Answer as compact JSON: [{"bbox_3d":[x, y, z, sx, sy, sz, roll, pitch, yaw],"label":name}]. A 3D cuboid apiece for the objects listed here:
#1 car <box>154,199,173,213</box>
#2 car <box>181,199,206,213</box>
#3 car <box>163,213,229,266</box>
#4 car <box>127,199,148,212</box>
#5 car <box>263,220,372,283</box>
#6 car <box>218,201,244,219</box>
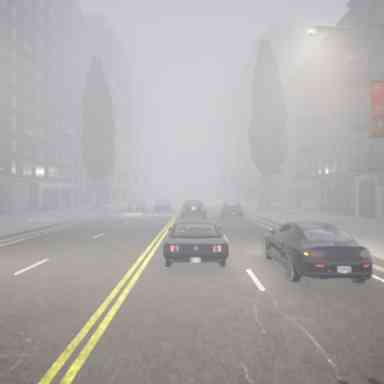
[{"bbox_3d":[-3.255,1.534,38.273,1.882,1.535,5.008,0,0,1],"label":"car"},{"bbox_3d":[0.136,1.397,29.088,2.097,1.767,4.553,0,0,0],"label":"car"},{"bbox_3d":[0.106,1.620,11.558,1.895,1.301,4.718,0,0,0],"label":"car"},{"bbox_3d":[-6.487,1.550,39.924,2.128,1.511,4.902,0,0,1],"label":"car"},{"bbox_3d":[3.349,1.542,9.621,1.812,1.442,4.674,0,0,0],"label":"car"},{"bbox_3d":[3.387,1.537,29.295,2.128,1.511,4.902,0,0,0],"label":"car"}]
